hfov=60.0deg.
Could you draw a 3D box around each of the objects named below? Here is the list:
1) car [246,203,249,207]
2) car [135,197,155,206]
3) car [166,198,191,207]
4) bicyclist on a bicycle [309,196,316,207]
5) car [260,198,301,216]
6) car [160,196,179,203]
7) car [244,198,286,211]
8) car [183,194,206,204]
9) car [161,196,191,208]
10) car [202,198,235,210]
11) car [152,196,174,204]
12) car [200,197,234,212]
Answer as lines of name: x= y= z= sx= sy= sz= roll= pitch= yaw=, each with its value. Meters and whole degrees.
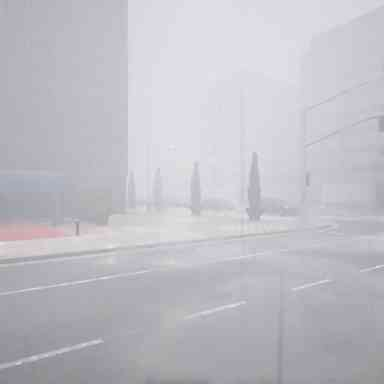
car: x=8.509 y=1.564 z=37.841 sx=1.994 sy=1.385 sz=4.181 roll=0 pitch=0 yaw=-35
car: x=-8.100 y=1.526 z=55.676 sx=1.812 sy=1.442 sz=4.674 roll=0 pitch=0 yaw=-34
car: x=-2.202 y=1.601 z=53.280 sx=1.895 sy=1.301 sz=4.718 roll=0 pitch=0 yaw=-35
bicyclist on a bicycle: x=16.941 y=1.301 z=46.707 sx=1.656 sy=1.620 sz=0.582 roll=0 pitch=0 yaw=-35
car: x=8.192 y=1.352 z=32.161 sx=2.097 sy=1.767 sz=4.553 roll=0 pitch=0 yaw=-35
car: x=-4.757 y=1.601 z=69.527 sx=1.895 sy=1.301 sz=4.718 roll=0 pitch=0 yaw=-35
car: x=9.375 y=1.547 z=43.079 sx=2.033 sy=1.411 sz=5.357 roll=0 pitch=0 yaw=-35
car: x=0.365 y=1.352 z=62.185 sx=2.097 sy=1.767 sz=4.553 roll=0 pitch=0 yaw=-35
car: x=-2.559 y=1.547 z=47.646 sx=2.033 sy=1.411 sz=5.357 roll=0 pitch=0 yaw=-35
car: x=3.515 y=1.526 z=45.036 sx=1.812 sy=1.442 sz=4.674 roll=0 pitch=0 yaw=-35
car: x=-5.772 y=1.493 z=64.831 sx=2.128 sy=1.511 sz=4.902 roll=0 pitch=0 yaw=-34
car: x=3.001 y=1.491 z=39.637 sx=2.128 sy=1.511 sz=4.902 roll=0 pitch=0 yaw=-35
